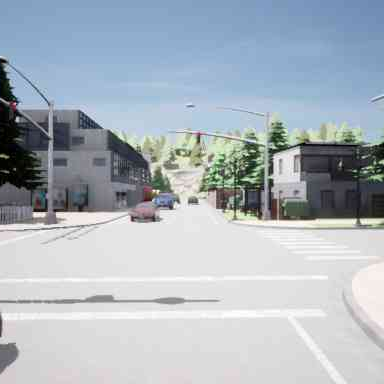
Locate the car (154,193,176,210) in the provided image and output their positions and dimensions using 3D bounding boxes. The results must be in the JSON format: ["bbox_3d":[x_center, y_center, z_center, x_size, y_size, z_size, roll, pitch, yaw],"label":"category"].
[{"bbox_3d":[-3.536,1.221,42.363,2.150,2.045,5.566,0,0,0],"label":"car"}]

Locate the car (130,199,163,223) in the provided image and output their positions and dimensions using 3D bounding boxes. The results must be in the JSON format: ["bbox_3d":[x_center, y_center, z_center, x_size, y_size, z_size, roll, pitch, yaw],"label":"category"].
[{"bbox_3d":[-3.565,1.526,25.879,1.812,1.442,4.674,0,0,0],"label":"car"}]

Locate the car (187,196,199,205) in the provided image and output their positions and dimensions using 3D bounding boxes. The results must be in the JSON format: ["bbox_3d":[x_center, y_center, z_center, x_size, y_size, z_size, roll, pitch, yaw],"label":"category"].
[{"bbox_3d":[0.189,1.505,59.596,1.837,1.490,4.892,0,0,0],"label":"car"}]

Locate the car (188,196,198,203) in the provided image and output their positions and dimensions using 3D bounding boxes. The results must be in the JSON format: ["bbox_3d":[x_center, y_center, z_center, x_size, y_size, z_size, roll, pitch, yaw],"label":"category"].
[{"bbox_3d":[0.197,1.547,70.017,2.033,1.411,5.357,0,0,0],"label":"car"}]

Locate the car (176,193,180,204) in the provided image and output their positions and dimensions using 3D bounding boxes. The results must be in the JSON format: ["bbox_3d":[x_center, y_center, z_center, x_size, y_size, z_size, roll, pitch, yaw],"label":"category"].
[{"bbox_3d":[-3.417,1.226,63.287,2.150,2.045,5.566,0,0,0],"label":"car"}]

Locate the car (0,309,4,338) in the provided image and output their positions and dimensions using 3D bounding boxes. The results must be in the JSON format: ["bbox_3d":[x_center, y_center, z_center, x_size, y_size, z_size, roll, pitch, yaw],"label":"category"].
[{"bbox_3d":[-3.597,1.564,2.883,1.994,1.385,4.181,0,0,0],"label":"car"}]
